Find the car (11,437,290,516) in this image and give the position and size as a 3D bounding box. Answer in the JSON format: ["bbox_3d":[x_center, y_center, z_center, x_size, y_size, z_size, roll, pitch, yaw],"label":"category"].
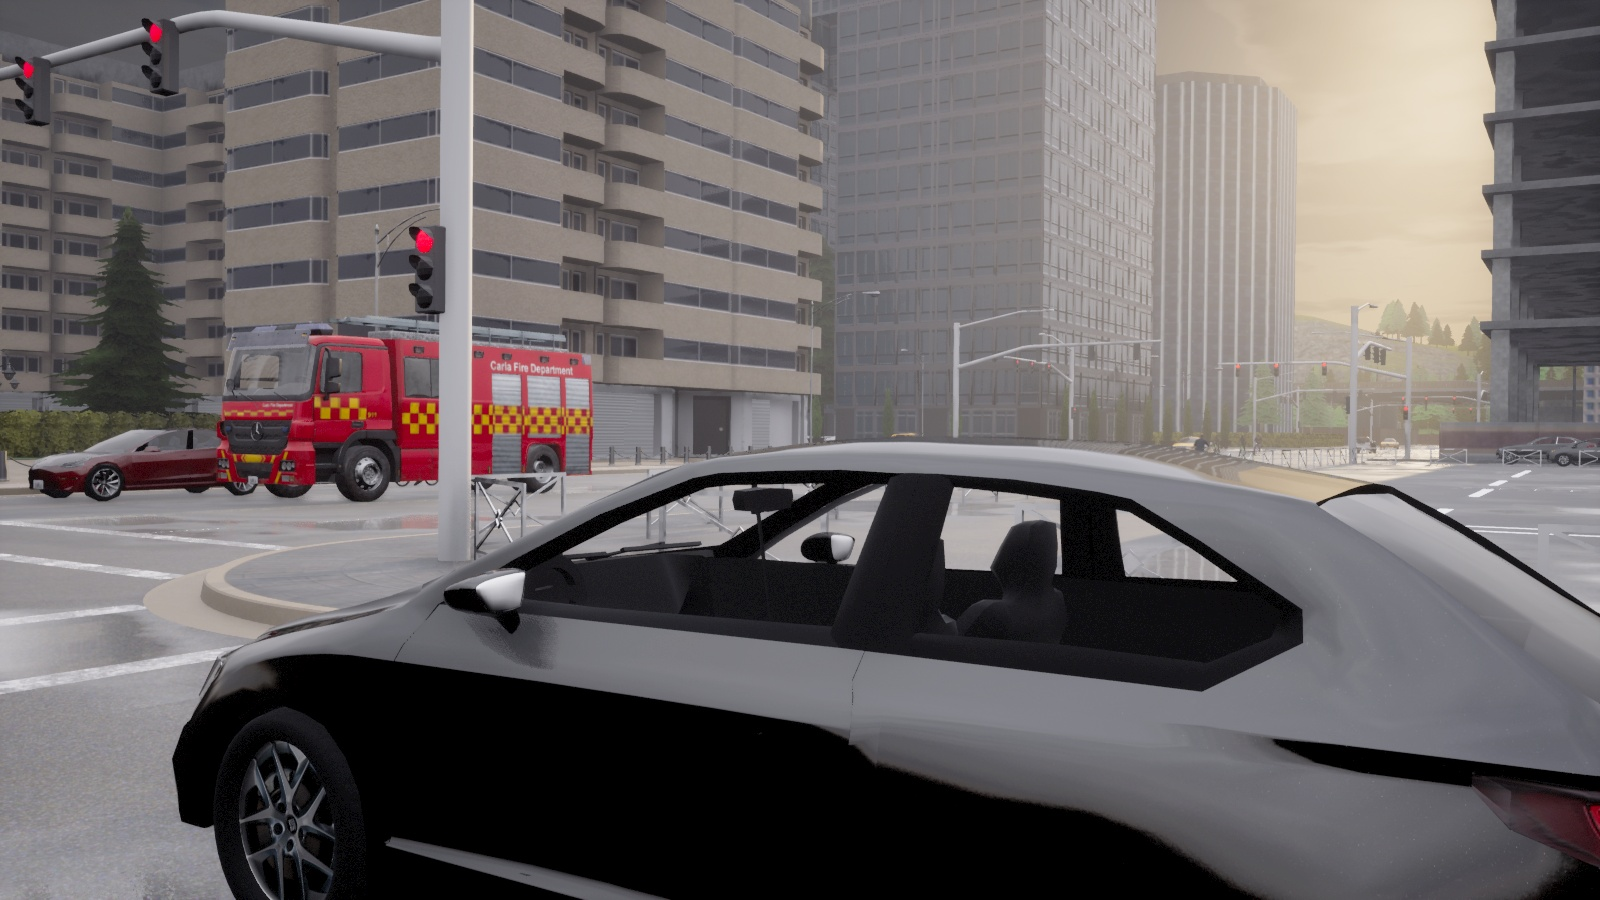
[{"bbox_3d":[-13.616,0.491,26.643,2.163,1.488,4.792,0,1,32],"label":"car"}]

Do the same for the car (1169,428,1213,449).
[{"bbox_3d":[29.585,-0.894,94.940,1.801,1.575,5.366,0,1,32],"label":"car"}]

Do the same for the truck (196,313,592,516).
[{"bbox_3d":[-8.614,-0.738,28.003,2.891,3.827,8.468,0,1,32],"label":"truck"}]

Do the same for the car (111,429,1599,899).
[{"bbox_3d":[0.098,0.696,3.550,4.193,1.474,1.816,0,1,33],"label":"car"}]

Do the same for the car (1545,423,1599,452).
[{"bbox_3d":[42.050,-0.664,66.379,4.514,1.525,2.007,0,1,32],"label":"car"}]

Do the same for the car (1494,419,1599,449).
[{"bbox_3d":[41.957,-0.889,70.566,5.027,1.651,2.152,0,1,32],"label":"car"}]
